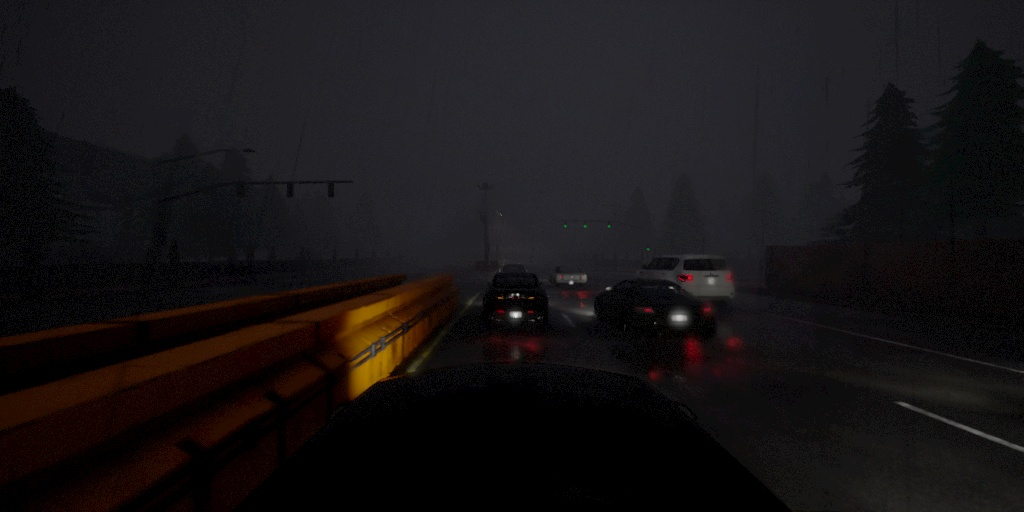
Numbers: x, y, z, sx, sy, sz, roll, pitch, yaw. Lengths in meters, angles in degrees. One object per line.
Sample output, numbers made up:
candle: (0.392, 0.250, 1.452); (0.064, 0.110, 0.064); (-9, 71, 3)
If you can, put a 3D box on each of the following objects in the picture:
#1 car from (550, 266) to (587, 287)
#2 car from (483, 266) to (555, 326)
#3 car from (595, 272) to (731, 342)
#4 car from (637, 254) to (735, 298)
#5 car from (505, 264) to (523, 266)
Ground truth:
car: (3.608, 1.317, 24.001); (1.895, 1.301, 4.718); (0, 0, 0)
car: (0.102, 1.240, 11.548); (1.837, 1.490, 4.892); (0, 0, 0)
car: (3.603, 1.302, 9.719); (1.994, 1.385, 4.181); (0, 0, 0)
car: (7.104, 0.950, 15.460); (2.150, 2.045, 5.566); (0, 0, 0)
car: (0.108, 1.263, 24.630); (2.033, 1.411, 5.357); (0, 0, 0)
